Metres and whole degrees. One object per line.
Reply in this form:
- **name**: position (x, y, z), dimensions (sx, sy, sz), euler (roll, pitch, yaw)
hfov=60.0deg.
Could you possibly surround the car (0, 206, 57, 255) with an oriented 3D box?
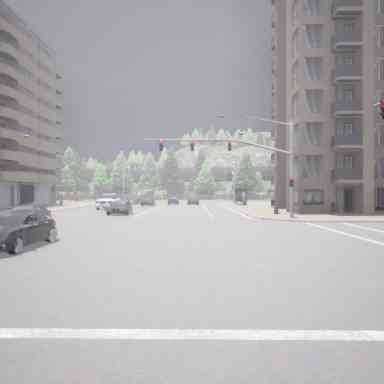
- **car**: position (-7.073, 1.505, 13.300), dimensions (1.837, 1.490, 4.892), euler (0, 0, 0)

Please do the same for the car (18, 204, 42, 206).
- **car**: position (-10.557, 1.525, 21.316), dimensions (1.812, 1.442, 4.674), euler (0, 0, 0)

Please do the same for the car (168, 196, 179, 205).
- **car**: position (-3.374, 1.525, 60.030), dimensions (1.812, 1.442, 4.674), euler (0, 0, 0)

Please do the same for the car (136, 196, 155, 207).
- **car**: position (-6.960, 1.547, 52.511), dimensions (2.033, 1.411, 5.357), euler (0, 0, 1)

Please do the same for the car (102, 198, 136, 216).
- **car**: position (-6.990, 1.564, 32.250), dimensions (1.994, 1.385, 4.181), euler (0, 0, -1)

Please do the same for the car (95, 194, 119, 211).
- **car**: position (-10.529, 1.222, 41.977), dimensions (2.150, 2.045, 5.566), euler (0, 0, 0)

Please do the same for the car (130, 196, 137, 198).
- **car**: position (-10.374, 1.504, 60.271), dimensions (2.128, 1.511, 4.902), euler (0, 0, 0)

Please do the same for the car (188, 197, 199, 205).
- **car**: position (0.223, 1.563, 58.373), dimensions (1.994, 1.385, 4.181), euler (0, 0, 0)
